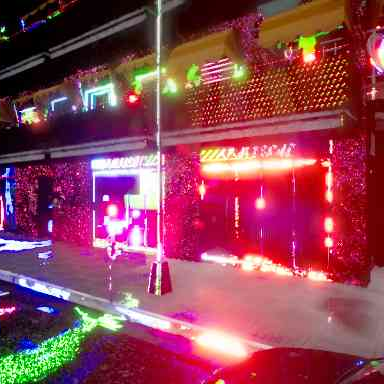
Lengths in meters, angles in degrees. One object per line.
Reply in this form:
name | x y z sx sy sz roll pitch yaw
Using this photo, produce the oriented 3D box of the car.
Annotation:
car | 1.878 1.551 1.532 4.403 1.369 2.008 0 0 36
